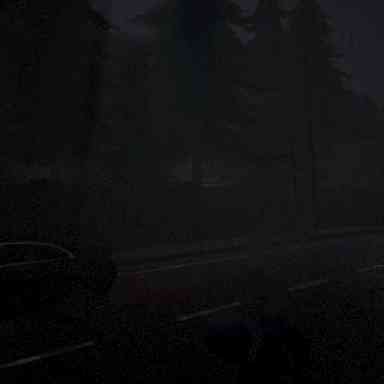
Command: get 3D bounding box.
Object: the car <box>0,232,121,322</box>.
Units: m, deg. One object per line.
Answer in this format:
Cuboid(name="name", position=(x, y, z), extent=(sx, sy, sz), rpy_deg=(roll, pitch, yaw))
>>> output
Cuboid(name="car", position=(-3.675, 1.491, 5.634), extent=(4.902, 1.511, 2.128), rpy_deg=(0, 0, -35))
